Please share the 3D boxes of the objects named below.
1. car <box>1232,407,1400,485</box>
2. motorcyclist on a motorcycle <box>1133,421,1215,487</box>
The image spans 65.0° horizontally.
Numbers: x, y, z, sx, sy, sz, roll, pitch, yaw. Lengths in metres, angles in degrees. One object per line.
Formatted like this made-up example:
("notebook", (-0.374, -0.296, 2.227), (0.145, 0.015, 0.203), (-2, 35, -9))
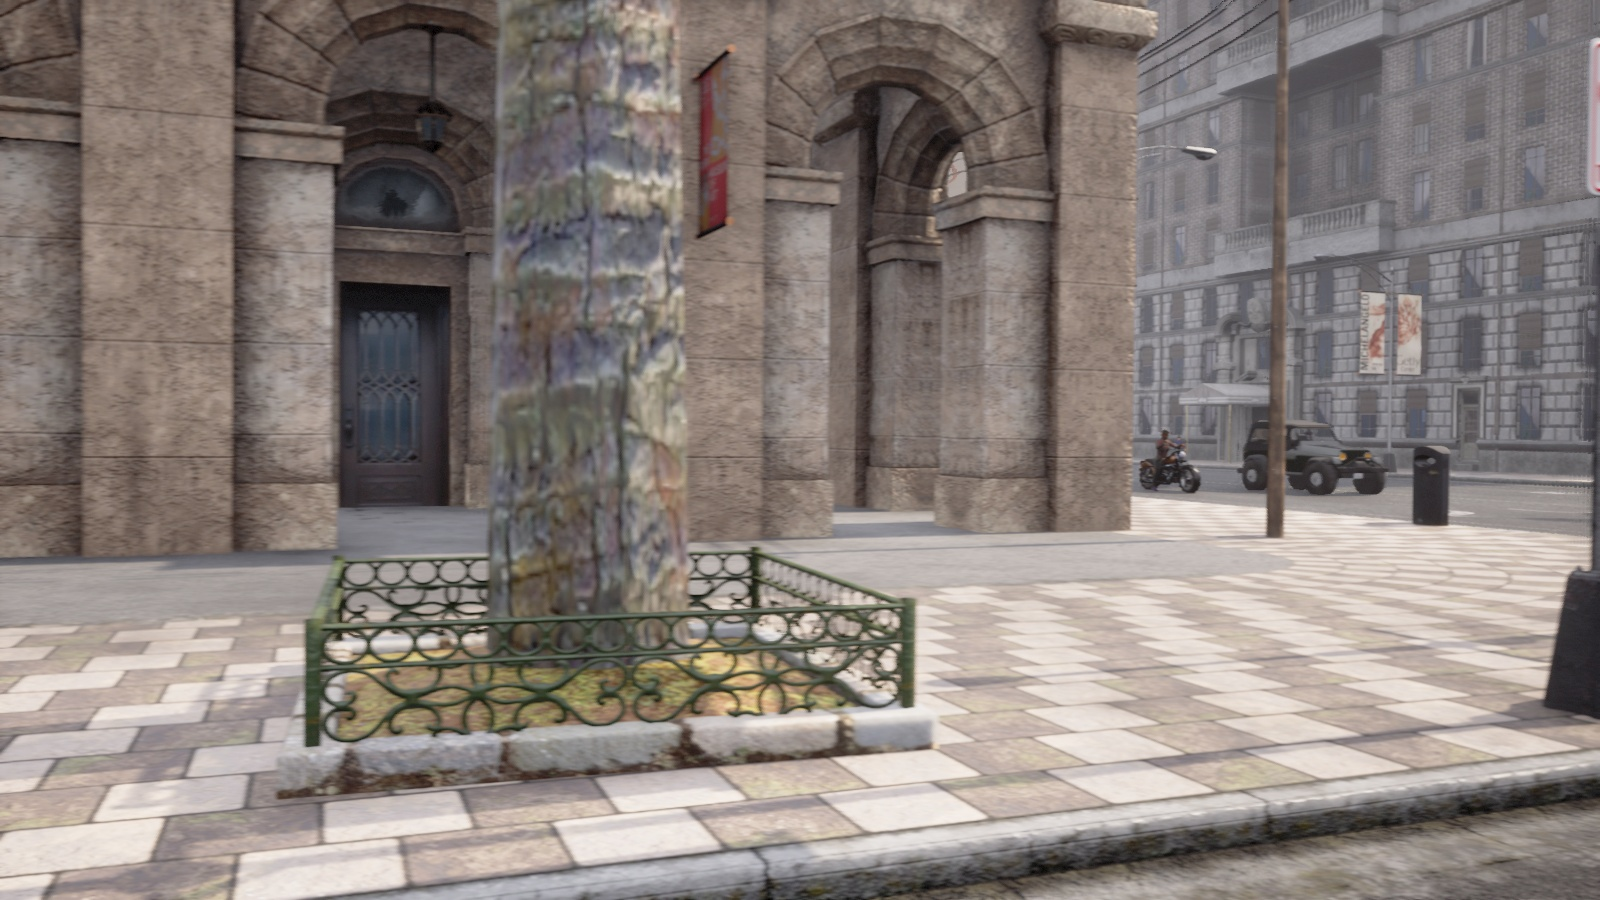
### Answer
("car", (13.342, -0.128, 32.703), (1.905, 1.878, 3.866), (-1, 1, -21))
("motorcyclist on a motorcycle", (9.703, 0.072, 32.707), (0.766, 1.649, 2.350), (-1, 1, -21))
